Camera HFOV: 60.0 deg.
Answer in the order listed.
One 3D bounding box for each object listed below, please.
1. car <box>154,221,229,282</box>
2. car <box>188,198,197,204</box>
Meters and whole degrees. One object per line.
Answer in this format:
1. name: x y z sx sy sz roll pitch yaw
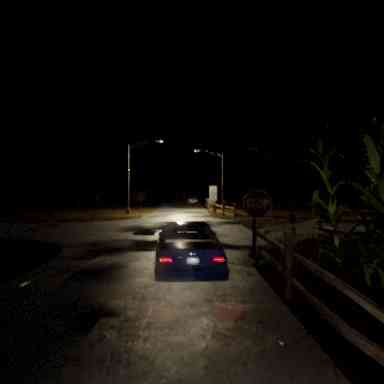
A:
1. car: -0.141 1.572 9.852 2.033 1.411 5.357 0 0 -3
2. car: 0.111 1.728 65.001 1.895 1.301 4.718 0 0 0
